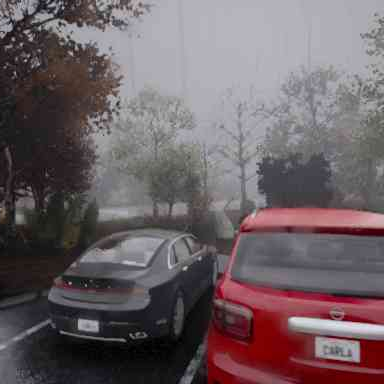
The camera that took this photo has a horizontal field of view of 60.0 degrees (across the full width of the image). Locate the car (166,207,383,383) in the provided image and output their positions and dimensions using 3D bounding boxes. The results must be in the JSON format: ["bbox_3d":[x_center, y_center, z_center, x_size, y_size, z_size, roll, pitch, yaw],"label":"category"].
[{"bbox_3d":[1.727,1.237,4.927,2.435,2.045,5.566,0,-1,15],"label":"car"}]

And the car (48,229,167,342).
[{"bbox_3d":[-0.708,1.479,6.612,2.231,1.521,4.892,0,-1,15],"label":"car"}]

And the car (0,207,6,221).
[{"bbox_3d":[-20.065,2.276,34.765,1.882,1.535,5.008,1,-4,-17],"label":"car"}]
